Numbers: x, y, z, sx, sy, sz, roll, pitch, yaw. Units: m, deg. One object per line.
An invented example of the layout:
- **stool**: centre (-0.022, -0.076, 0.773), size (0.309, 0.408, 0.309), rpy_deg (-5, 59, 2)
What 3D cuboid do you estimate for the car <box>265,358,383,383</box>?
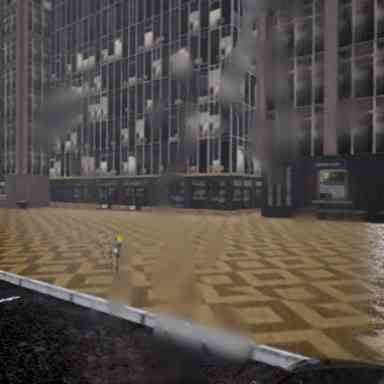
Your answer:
- **car**: centre (2.124, 1.566, 1.350), size (4.313, 1.339, 1.947), rpy_deg (0, 1, 35)
